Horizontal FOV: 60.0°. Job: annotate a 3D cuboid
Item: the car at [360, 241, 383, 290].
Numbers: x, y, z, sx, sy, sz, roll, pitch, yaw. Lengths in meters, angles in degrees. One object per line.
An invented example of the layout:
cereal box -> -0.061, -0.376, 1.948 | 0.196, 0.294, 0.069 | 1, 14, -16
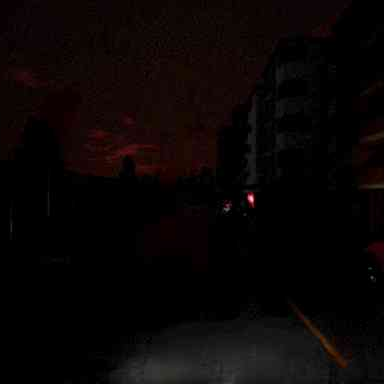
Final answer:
car -> 5.182, 1.351, 6.406 | 2.097, 1.767, 4.553 | -3, 0, 0

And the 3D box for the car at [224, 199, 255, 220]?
car -> 4.253, 1.587, 28.841 | 2.128, 1.511, 4.902 | 0, 0, 1

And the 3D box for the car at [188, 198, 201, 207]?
car -> 0.402, 1.691, 55.270 | 1.994, 1.385, 4.181 | 0, 0, 0

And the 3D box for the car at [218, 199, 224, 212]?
car -> 4.313, 1.629, 40.798 | 1.837, 1.490, 4.892 | 0, 0, 1
